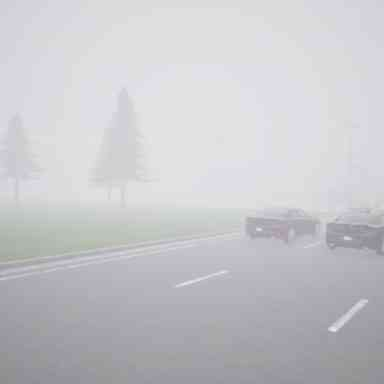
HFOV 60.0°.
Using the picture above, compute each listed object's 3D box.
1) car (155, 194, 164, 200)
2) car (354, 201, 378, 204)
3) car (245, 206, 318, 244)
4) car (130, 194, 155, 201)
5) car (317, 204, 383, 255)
[{"bbox_3d":[-7.927,1.020,69.162,4.718,1.301,1.895,1,1,41],"label":"car"},{"bbox_3d":[14.319,1.486,27.195,1.882,1.535,5.008,1,1,41],"label":"car"},{"bbox_3d":[4.464,1.427,15.861,1.882,1.535,5.008,1,1,41],"label":"car"},{"bbox_3d":[-10.293,1.010,66.557,4.718,1.301,1.895,1,1,41],"label":"car"},{"bbox_3d":[7.108,1.478,13.568,1.882,1.535,5.008,1,1,41],"label":"car"}]
